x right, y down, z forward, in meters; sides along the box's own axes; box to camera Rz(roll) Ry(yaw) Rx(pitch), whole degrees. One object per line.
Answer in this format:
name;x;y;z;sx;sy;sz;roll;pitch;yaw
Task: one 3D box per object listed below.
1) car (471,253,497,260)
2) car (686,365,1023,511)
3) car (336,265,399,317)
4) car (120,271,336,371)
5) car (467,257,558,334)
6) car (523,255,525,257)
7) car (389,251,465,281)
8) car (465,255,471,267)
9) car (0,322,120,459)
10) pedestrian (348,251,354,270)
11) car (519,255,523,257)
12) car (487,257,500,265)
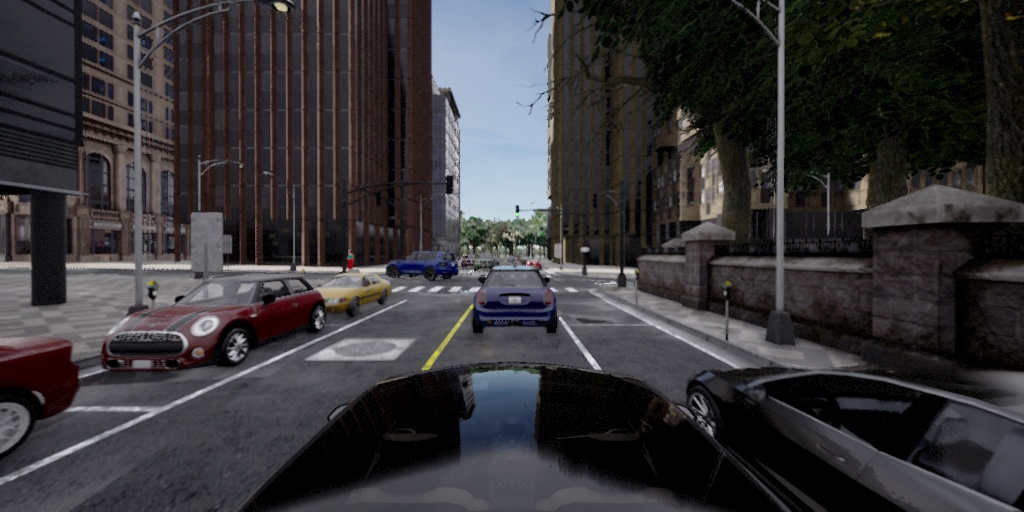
car;-3.177;0.685;41.914;2.150;2.045;5.566;0;0;-1
car;2.764;1.313;2.144;1.948;1.339;4.313;0;0;0
car;-5.782;1.193;12.869;1.751;1.417;4.829;0;0;0
car;-5.772;1.147;7.583;1.967;1.591;4.097;0;0;0
car;0.073;1.037;10.560;2.097;1.767;4.553;0;0;0
car;2.682;0.882;45.025;1.967;1.591;4.097;0;0;0
car;-6.654;0.691;26.566;5.566;2.045;2.150;1;-1;24
car;-5.854;0.719;50.446;2.192;1.841;5.009;0;0;0
car;-5.761;1.292;2.126;1.888;1.381;4.507;0;0;0
pedestrian;-13.820;0.435;30.715;0.375;1.860;0.375;0;-1;0
car;2.651;0.881;61.337;2.007;1.370;4.403;0;0;0
car;-3.115;0.867;62.807;2.033;1.411;5.357;0;0;0
